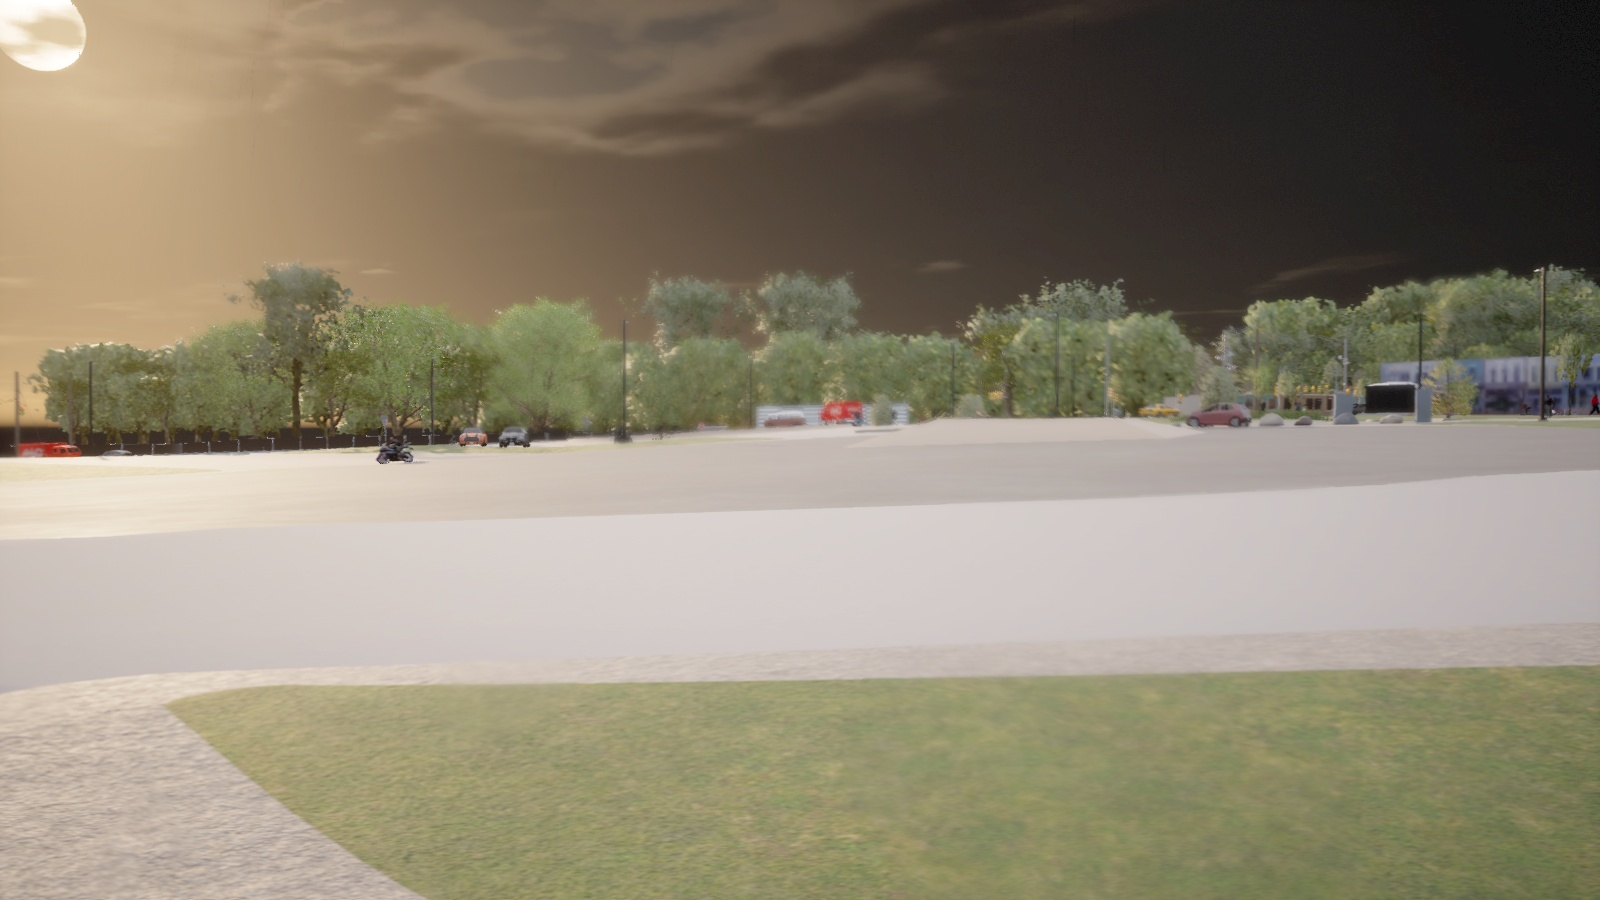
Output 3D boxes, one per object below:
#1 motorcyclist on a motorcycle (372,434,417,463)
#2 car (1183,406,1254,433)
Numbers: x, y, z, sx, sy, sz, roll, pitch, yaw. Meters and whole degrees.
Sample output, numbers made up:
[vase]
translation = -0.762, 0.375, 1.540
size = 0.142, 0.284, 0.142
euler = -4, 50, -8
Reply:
[motorcyclist on a motorcycle]
translation = -23.261, -0.111, 72.042
size = 2.191, 1.530, 0.866
euler = -4, 2, -44
[car]
translation = 25.092, -1.826, 75.358
size = 3.633, 1.501, 1.845
euler = 1, 3, 38
